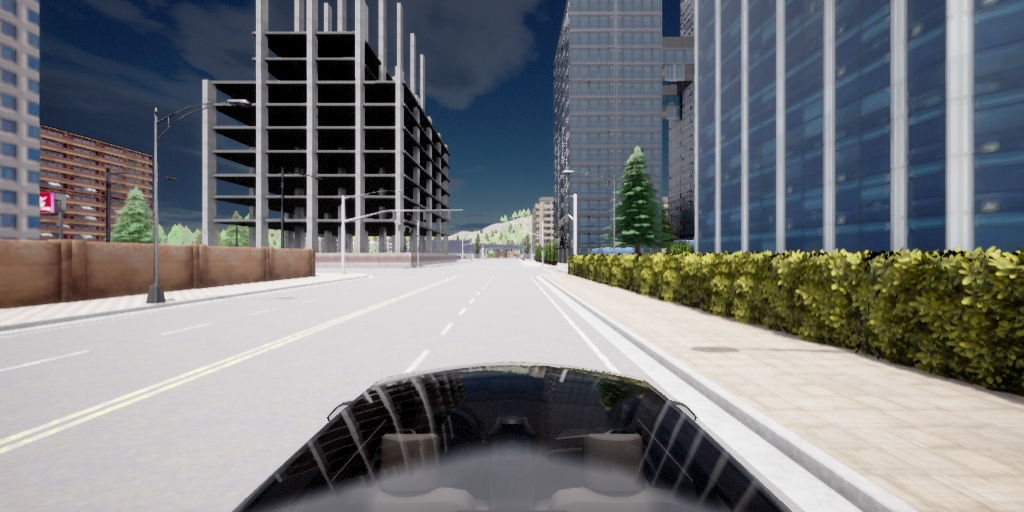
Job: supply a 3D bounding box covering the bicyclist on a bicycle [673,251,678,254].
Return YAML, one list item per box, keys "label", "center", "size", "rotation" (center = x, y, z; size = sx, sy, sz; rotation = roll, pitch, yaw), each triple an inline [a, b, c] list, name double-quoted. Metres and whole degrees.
- label: "bicyclist on a bicycle"
  center: [18.432, -0.452, 42.067]
  size: [0.582, 1.620, 1.656]
  rotation: [-2, -1, -2]
